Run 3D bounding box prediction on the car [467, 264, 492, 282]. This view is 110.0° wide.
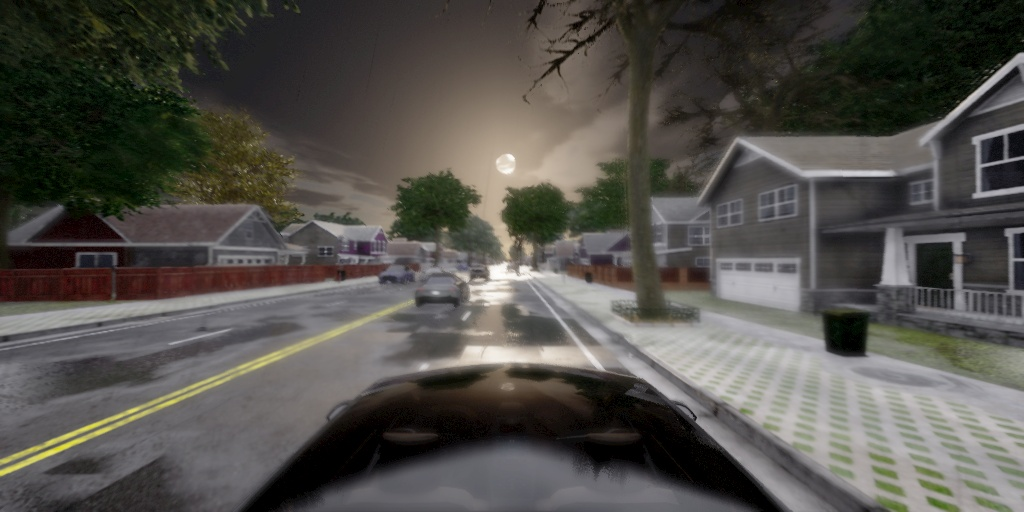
[{"bbox_3d":[-3.162,1.822,36.520,1.837,1.490,4.892,0,-1,0],"label":"car"}]

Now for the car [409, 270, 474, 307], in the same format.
[{"bbox_3d":[-3.157,1.545,16.916,1.994,1.385,4.181,0,-1,0],"label":"car"}]

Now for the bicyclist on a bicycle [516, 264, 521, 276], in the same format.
[{"bbox_3d":[0.875,2.033,51.086,0.582,1.620,1.656,0,-1,0],"label":"bicyclist on a bicycle"}]

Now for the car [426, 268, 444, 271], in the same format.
[{"bbox_3d":[-6.608,1.743,30.922,1.812,1.442,4.674,0,-1,0],"label":"car"}]

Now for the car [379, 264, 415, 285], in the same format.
[{"bbox_3d":[-9.856,1.573,31.120,2.097,1.767,4.553,0,-1,0],"label":"car"}]
